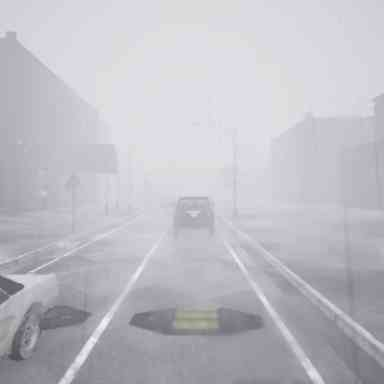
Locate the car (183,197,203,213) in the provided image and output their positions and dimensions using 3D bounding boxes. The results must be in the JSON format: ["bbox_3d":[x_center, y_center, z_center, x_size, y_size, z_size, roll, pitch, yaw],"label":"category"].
[{"bbox_3d":[0.105,1.416,37.294,2.128,1.511,4.902,0,0,0],"label":"car"}]

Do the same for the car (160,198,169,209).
[{"bbox_3d":[-3.084,1.441,43.679,2.033,1.411,5.357,0,0,0],"label":"car"}]

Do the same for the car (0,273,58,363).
[{"bbox_3d":[-3.099,1.572,3.177,1.895,1.301,4.718,0,1,0],"label":"car"}]

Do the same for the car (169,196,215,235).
[{"bbox_3d":[0.102,1.206,18.735,2.150,2.045,5.566,0,0,0],"label":"car"}]
